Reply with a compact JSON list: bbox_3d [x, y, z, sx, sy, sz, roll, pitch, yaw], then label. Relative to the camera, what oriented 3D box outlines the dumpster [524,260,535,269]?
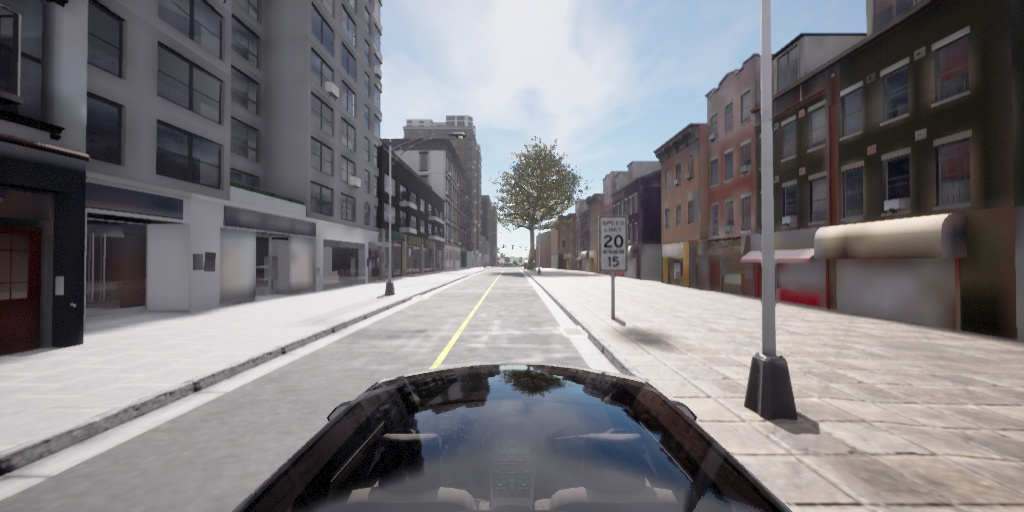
[{"bbox_3d":[3.010,1.609,62.169,1.020,1.700,1.940,0,0,0],"label":"dumpster"}]
